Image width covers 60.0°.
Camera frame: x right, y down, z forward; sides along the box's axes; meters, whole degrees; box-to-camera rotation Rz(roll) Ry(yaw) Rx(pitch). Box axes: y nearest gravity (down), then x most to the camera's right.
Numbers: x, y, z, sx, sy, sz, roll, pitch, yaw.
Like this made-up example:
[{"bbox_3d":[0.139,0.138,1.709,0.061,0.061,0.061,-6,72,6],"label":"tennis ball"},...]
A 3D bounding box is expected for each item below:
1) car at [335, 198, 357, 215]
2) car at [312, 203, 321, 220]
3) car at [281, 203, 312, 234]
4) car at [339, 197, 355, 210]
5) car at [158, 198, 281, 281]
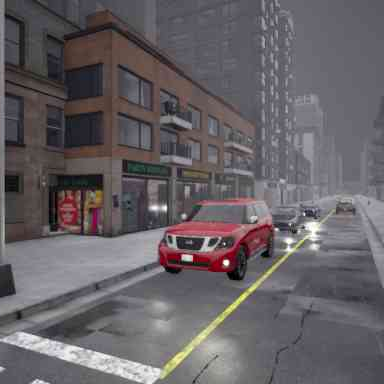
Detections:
[{"bbox_3d":[16.149,1.508,34.856,2.128,1.511,4.902,0,0,26],"label":"car"},{"bbox_3d":[10.097,1.628,29.004,1.895,1.301,4.718,0,0,26],"label":"car"},{"bbox_3d":[5.579,1.572,19.735,2.033,1.411,5.357,0,0,26],"label":"car"},{"bbox_3d":[20.668,1.493,44.254,1.882,1.535,5.008,0,0,26],"label":"car"},{"bbox_3d":[1.094,1.241,10.515,2.150,2.045,5.566,0,0,26],"label":"car"}]
